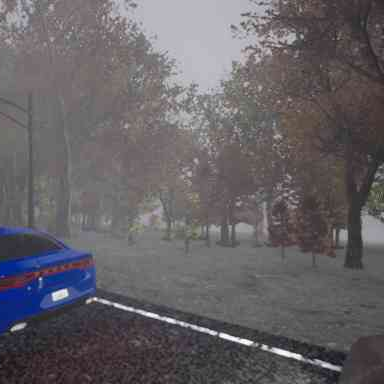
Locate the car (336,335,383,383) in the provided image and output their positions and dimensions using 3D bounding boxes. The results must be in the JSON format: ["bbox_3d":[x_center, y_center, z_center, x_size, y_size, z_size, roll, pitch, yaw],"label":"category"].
[{"bbox_3d":[3.449,1.516,1.462,5.357,1.411,2.033,-1,1,34],"label":"car"}]

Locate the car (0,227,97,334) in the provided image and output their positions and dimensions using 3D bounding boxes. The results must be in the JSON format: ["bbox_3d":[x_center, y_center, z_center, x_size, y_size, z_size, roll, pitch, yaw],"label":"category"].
[{"bbox_3d":[-3.964,1.441,6.429,5.008,1.535,1.882,-2,2,36],"label":"car"}]
